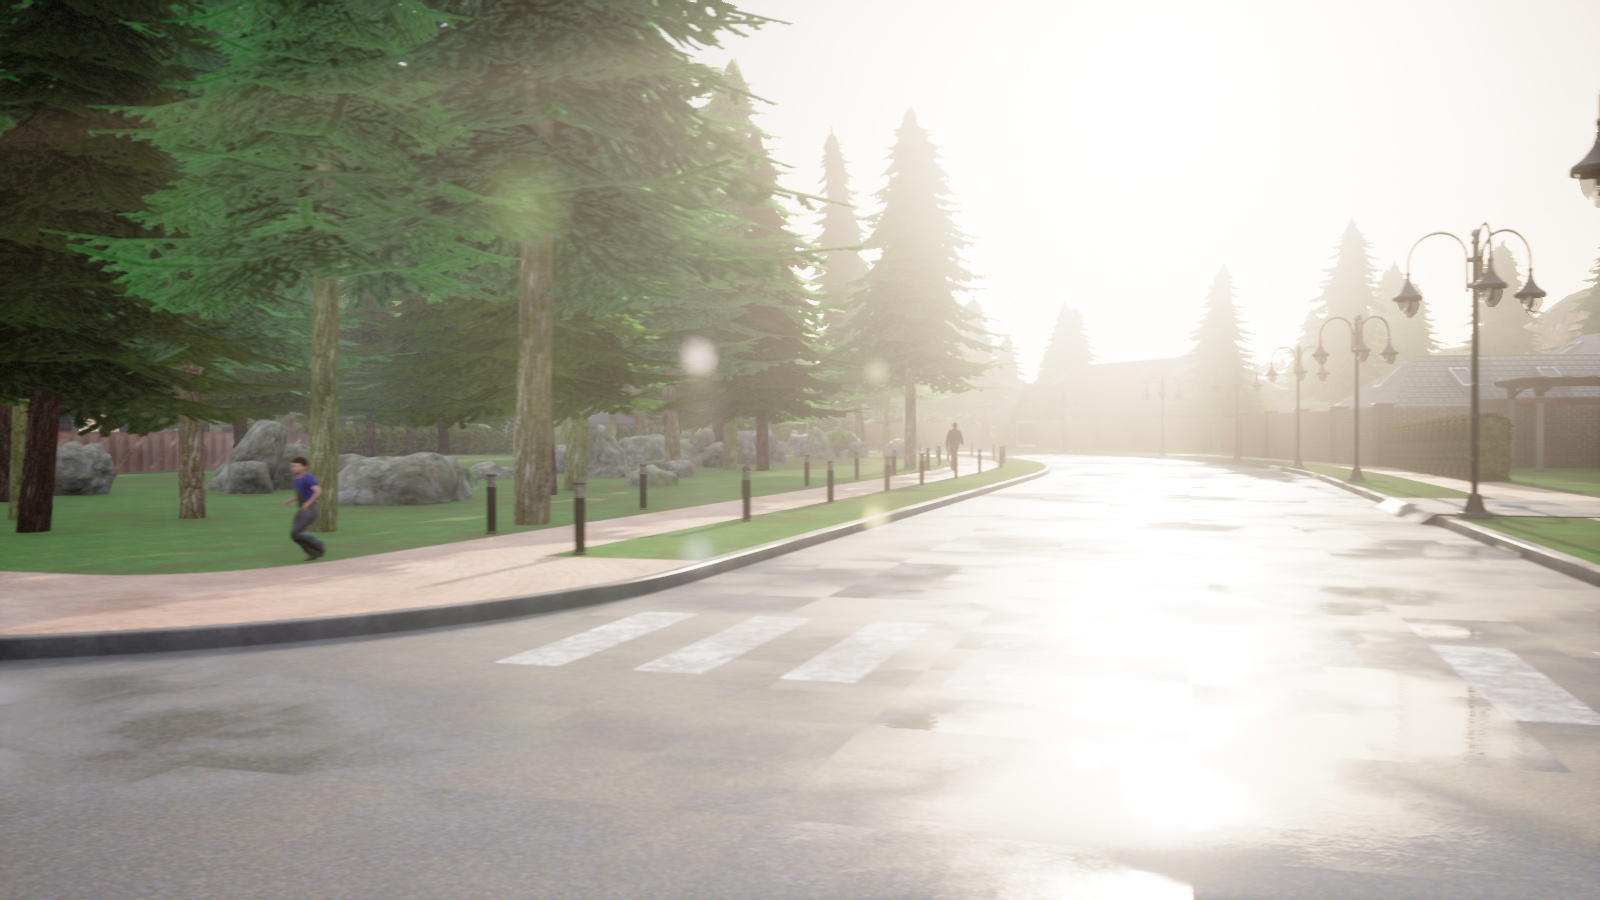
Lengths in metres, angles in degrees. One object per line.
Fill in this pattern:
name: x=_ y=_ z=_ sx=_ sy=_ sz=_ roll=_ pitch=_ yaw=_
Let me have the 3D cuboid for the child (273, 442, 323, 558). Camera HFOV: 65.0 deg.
child: x=-5.578 y=0.541 z=13.950 sx=0.270 sy=1.263 sz=0.437 roll=1 pitch=1 yaw=39

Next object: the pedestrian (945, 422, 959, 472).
pedestrian: x=5.675 y=-0.124 z=46.917 sx=0.431 sy=1.840 sz=0.703 roll=0 pitch=1 yaw=15
